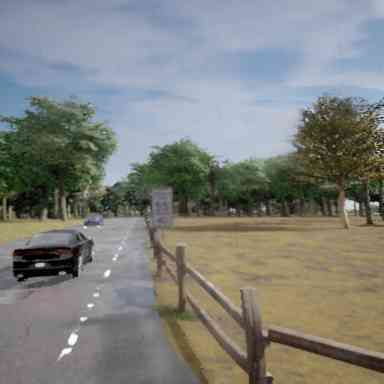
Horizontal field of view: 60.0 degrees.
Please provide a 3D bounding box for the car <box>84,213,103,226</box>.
[{"bbox_3d":[-13.478,3.718,45.663,2.097,1.767,4.553,-1,-3,-9],"label":"car"}]

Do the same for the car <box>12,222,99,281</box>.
[{"bbox_3d":[-4.817,2.110,12.164,1.882,1.535,5.008,-1,-3,-9],"label":"car"}]
